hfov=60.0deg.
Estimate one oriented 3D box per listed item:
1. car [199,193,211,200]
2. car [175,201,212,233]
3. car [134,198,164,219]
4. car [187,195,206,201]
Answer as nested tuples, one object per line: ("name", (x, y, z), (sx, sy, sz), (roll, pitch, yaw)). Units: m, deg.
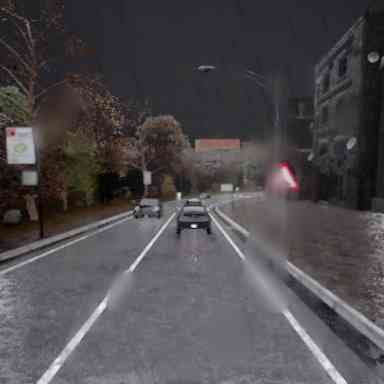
("car", (2.570, 0.891, 69.592), (2.128, 1.511, 4.902), (2, 2, 18))
("car", (0.096, 1.469, 19.248), (1.837, 1.490, 4.892), (0, 0, 0))
("car", (-3.560, 1.300, 28.180), (2.097, 1.767, 4.553), (0, 0, 1))
("car", (0.286, 1.413, 37.766), (1.882, 1.535, 5.008), (0, 0, 2))
